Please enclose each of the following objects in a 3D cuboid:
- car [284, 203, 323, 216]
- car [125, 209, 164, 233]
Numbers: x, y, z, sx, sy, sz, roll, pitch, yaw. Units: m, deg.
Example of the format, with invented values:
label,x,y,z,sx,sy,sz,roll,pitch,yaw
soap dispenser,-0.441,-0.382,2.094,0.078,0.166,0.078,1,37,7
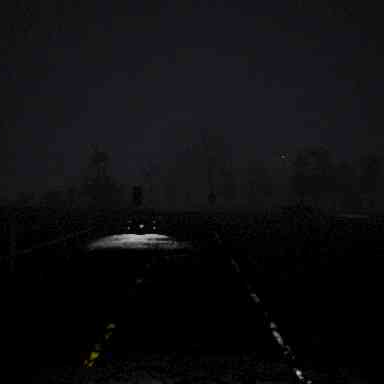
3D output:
label,x,y,z,sx,sy,sz,roll,pitch,yaw
car,13.910,2.155,41.834,4.902,1.511,2.128,1,0,0
car,-2.830,1.741,20.655,1.994,1.385,4.181,0,-1,0
